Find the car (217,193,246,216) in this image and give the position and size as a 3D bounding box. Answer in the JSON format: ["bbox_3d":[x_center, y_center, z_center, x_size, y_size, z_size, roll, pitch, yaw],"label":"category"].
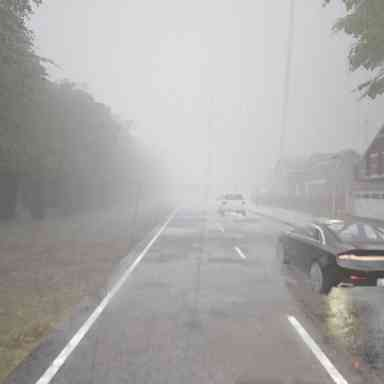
[{"bbox_3d":[3.605,1.101,30.983,2.150,2.045,5.566,0,0,0],"label":"car"}]

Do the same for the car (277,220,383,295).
[{"bbox_3d":[3.602,1.459,8.620,2.128,1.511,4.902,0,0,0],"label":"car"}]

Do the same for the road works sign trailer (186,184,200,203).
[{"bbox_3d":[0.012,0.194,62.896,2.380,3.560,2.880,0,0,0],"label":"road works sign trailer"}]
